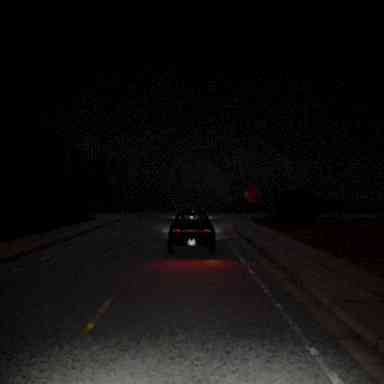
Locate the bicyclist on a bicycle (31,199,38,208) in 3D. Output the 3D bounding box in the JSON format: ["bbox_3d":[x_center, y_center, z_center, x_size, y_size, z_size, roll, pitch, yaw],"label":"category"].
[{"bbox_3d":[-21.204,1.774,44.883,0.582,1.620,1.656,-17,-21,2],"label":"bicyclist on a bicycle"}]

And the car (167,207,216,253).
[{"bbox_3d":[-0.003,1.628,14.306,2.128,1.511,4.902,0,0,0],"label":"car"}]

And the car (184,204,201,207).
[{"bbox_3d":[0.060,1.785,29.289,1.837,1.490,4.892,0,0,3],"label":"car"}]
